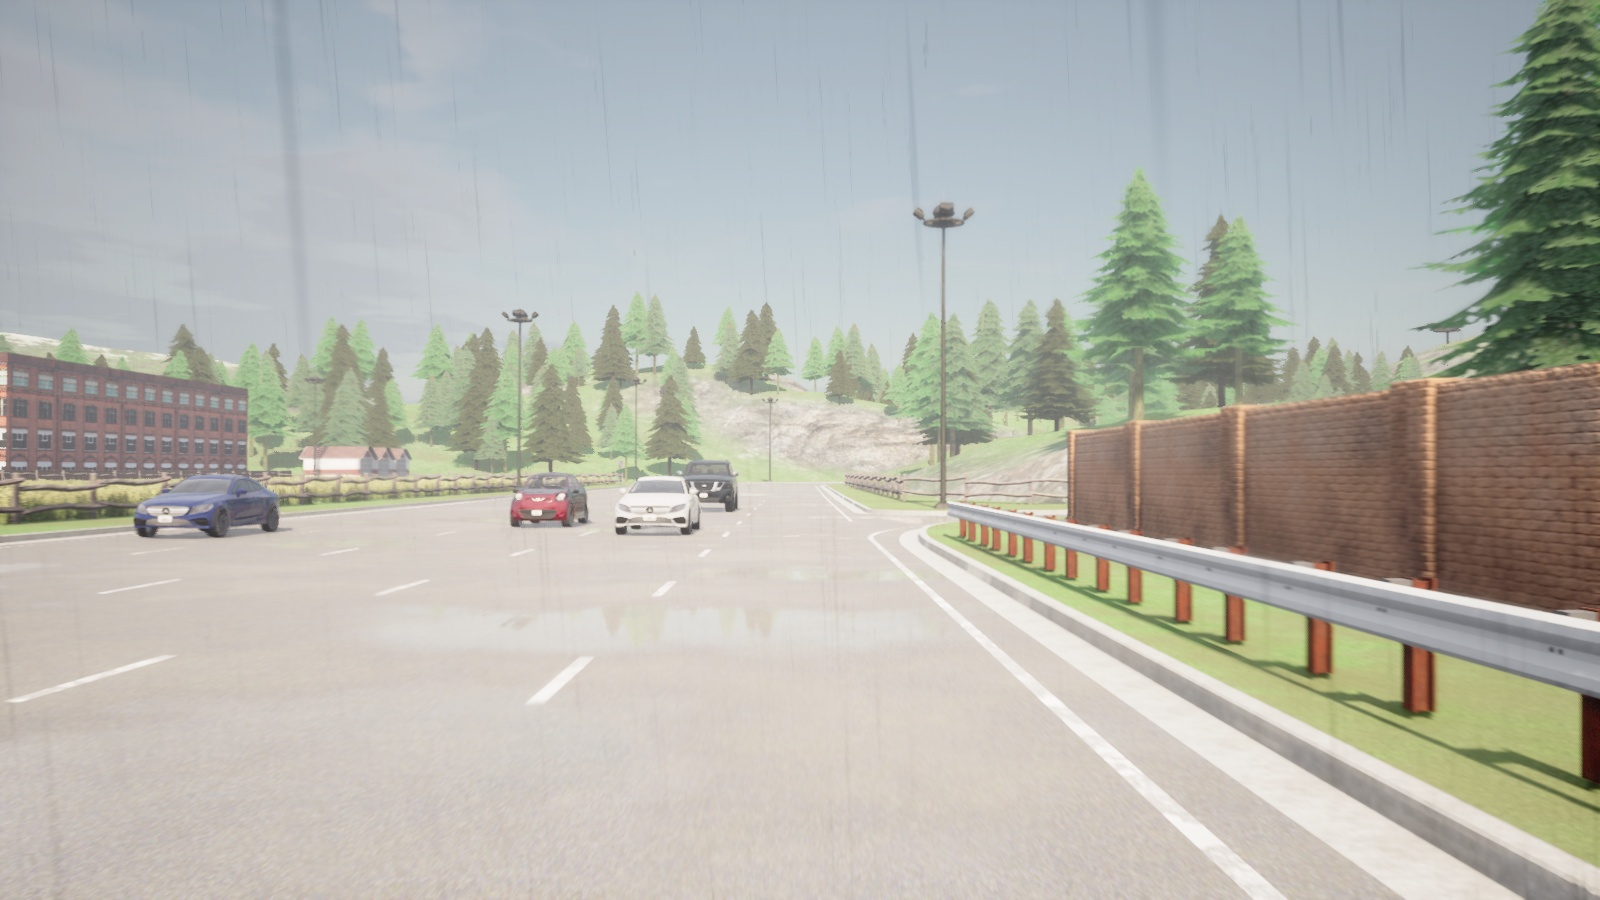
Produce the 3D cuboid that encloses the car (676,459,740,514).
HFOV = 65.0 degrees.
[{"bbox_3d":[-3.625,1.431,50.359,2.150,2.045,5.566,0,-1,0],"label":"car"}]

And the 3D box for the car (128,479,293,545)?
[{"bbox_3d":[-14.075,1.429,30.311,1.812,1.442,4.674,0,-1,0],"label":"car"}]

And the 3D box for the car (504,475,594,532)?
[{"bbox_3d":[-7.088,1.486,35.839,1.845,1.501,3.633,0,-1,0],"label":"car"}]

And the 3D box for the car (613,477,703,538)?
[{"bbox_3d":[-3.580,1.425,32.462,1.812,1.442,4.674,0,-1,0],"label":"car"}]
